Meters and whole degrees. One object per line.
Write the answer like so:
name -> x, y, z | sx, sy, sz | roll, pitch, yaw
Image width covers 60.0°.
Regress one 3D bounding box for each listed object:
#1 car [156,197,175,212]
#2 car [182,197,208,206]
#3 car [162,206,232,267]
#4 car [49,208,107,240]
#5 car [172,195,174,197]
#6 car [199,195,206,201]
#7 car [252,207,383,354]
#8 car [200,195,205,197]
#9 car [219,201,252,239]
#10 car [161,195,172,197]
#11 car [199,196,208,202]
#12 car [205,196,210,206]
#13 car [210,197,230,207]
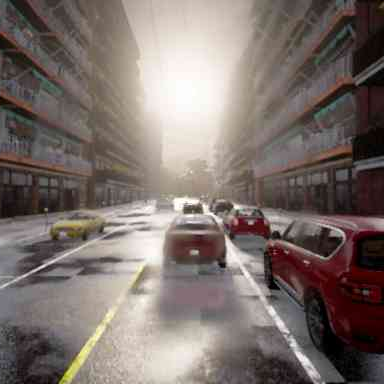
car -> -3.089, 1.582, 39.148 | 1.994, 1.385, 4.181 | 0, 0, 0
car -> 0.097, 1.505, 32.047 | 2.128, 1.511, 4.902 | 0, 0, 0
car -> 0.080, 1.482, 11.460 | 1.882, 1.535, 5.008 | 0, 0, 0
car -> -5.678, 1.532, 17.079 | 1.752, 1.417, 4.829 | 1, 0, 0
car -> -5.800, 1.605, 95.201 | 2.008, 1.369, 4.403 | 1, 0, 0
car -> 2.847, 1.575, 89.769 | 1.752, 1.417, 4.829 | 1, 0, 0
car -> 2.704, 1.317, 6.079 | 2.192, 1.841, 5.009 | 1, 0, 0
car -> 2.716, 1.556, 61.929 | 1.752, 1.417, 4.829 | 1, 0, 0
car -> 2.703, 1.447, 17.215 | 1.967, 1.590, 4.097 | 1, 0, 0
car -> -5.690, 1.474, 67.360 | 1.967, 1.590, 4.097 | 1, 0, 0
car -> 2.780, 1.608, 79.104 | 1.947, 1.339, 4.313 | 1, 0, 0
car -> 3.117, 1.371, 40.880 | 2.097, 1.767, 4.553 | 0, 0, 0
car -> 3.149, 1.519, 33.909 | 1.837, 1.490, 4.892 | 0, 0, 0
